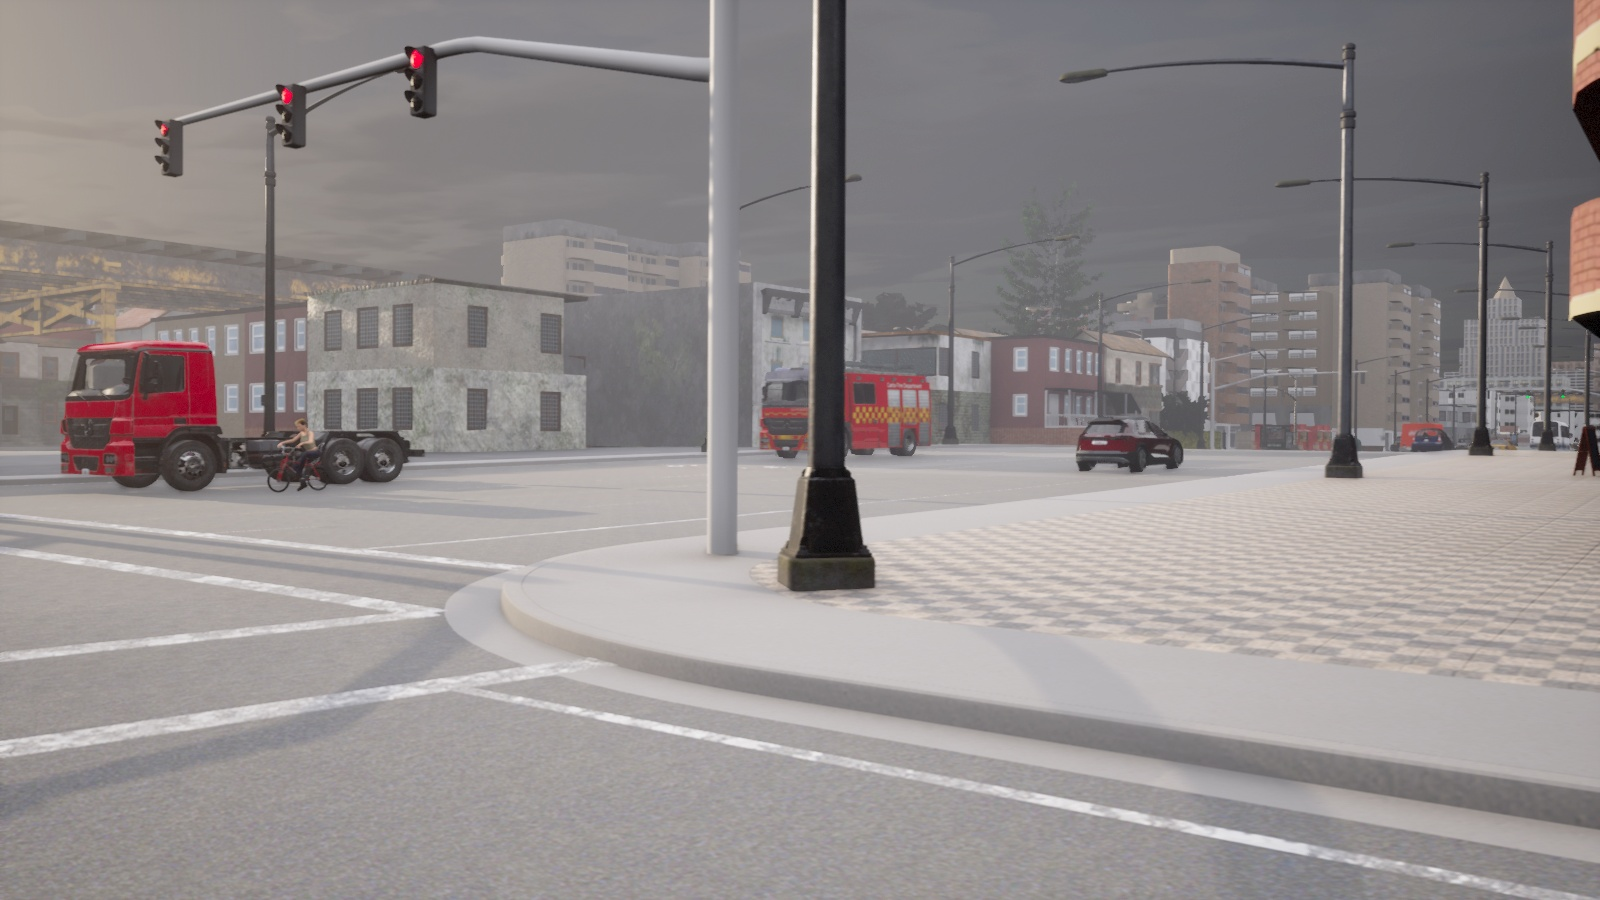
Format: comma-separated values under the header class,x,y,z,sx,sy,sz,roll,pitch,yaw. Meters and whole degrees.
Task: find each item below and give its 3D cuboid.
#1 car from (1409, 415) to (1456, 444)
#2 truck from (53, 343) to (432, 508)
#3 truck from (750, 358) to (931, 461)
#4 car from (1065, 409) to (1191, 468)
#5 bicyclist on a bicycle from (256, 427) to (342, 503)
class,x,y,z,sx,sy,sz,roll,pitch,yaw
car,38.499,-1.235,76.376,1.851,1.617,3.988,0,-1,38
truck,-13.200,-0.626,30.545,2.891,3.462,7.936,0,2,36
truck,1.815,-1.634,50.642,2.891,3.827,8.468,0,2,37
car,10.080,-0.386,38.310,2.033,1.649,4.856,0,2,37
bicyclist on a bicycle,-11.036,0.315,27.695,0.866,1.612,1.509,0,2,36
